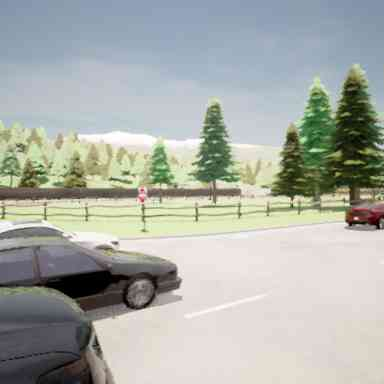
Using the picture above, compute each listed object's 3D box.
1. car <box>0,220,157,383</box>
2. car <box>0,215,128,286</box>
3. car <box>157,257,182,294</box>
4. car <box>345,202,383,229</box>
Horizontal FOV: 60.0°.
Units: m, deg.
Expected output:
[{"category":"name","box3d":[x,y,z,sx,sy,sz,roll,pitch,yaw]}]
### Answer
[{"category":"car","box3d":[-3.144,1.232,1.503,5.566,2.045,2.150,0,0,-36]},{"category":"car","box3d":[-4.324,1.516,9.260,4.674,1.442,1.812,0,0,-36]},{"category":"car","box3d":[-2.826,1.541,6.030,5.357,1.411,2.033,0,0,-36]},{"category":"car","box3d":[11.427,1.359,20.498,5.008,1.535,1.882,0,0,-36]}]
